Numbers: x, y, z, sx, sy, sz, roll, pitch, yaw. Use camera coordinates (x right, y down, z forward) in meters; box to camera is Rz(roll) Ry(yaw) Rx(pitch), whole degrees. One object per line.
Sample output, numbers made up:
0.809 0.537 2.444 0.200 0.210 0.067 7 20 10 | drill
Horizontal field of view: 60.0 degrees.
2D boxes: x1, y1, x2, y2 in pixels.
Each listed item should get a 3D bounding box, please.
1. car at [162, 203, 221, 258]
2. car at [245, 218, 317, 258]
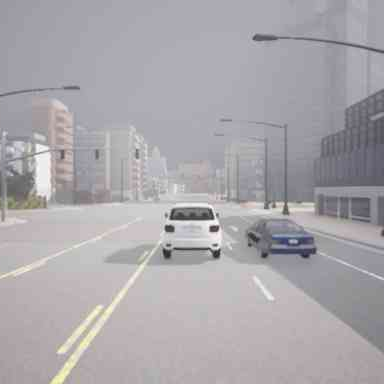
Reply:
-0.002 1.483 14.032 2.150 2.045 5.566 0 -1 0 | car
3.498 1.813 13.990 2.033 1.411 5.357 0 -1 0 | car
